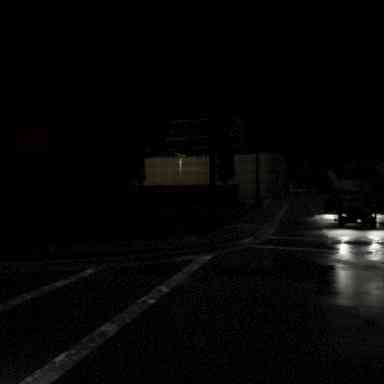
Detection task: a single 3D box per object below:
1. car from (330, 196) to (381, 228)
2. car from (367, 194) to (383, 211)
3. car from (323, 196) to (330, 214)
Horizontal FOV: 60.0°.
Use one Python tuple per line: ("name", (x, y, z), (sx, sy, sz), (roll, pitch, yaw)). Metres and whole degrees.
("car", (9.333, 1.161, 19.347), (1.812, 1.442, 4.674), (0, 1, 18))
("car", (15.960, 0.910, 28.563), (1.882, 1.535, 5.008), (0, 1, 18))
("car", (11.999, 1.052, 27.682), (1.994, 1.385, 4.181), (0, 1, 18))
